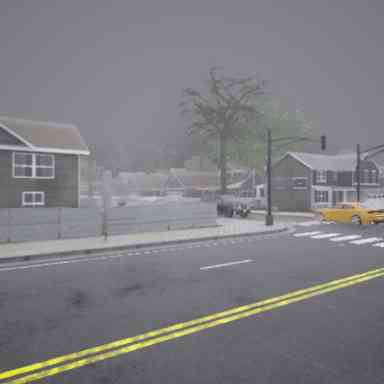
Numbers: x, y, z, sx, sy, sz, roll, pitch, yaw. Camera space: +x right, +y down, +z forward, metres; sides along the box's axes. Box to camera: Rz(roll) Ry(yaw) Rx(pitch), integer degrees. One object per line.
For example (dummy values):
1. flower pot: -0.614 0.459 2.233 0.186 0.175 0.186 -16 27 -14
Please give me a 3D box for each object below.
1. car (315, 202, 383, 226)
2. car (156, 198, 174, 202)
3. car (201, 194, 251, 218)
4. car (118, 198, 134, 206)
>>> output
1. car: 10.928 1.477 23.404 1.882 1.535 5.008 1 -1 -25
2. car: -2.987 1.521 38.512 1.882 1.535 5.008 0 0 -35
3. car: 2.856 1.249 30.257 2.150 2.045 5.566 0 0 -35
4. car: -9.046 1.566 47.091 1.837 1.490 4.892 0 0 -35
